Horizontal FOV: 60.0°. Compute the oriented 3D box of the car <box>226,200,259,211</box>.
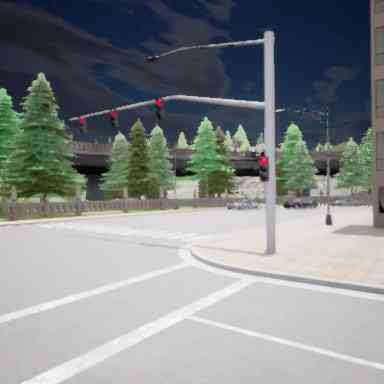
[{"bbox_3d":[6.698,1.731,43.829,4.718,1.301,1.895,0,0,-40],"label":"car"}]

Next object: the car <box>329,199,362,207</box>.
[{"bbox_3d":[24.089,1.687,52.256,4.718,1.301,1.895,0,0,-10],"label":"car"}]

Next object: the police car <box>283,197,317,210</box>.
[{"bbox_3d":[14.685,1.503,45.341,5.238,1.638,1.930,0,0,-28],"label":"police car"}]
